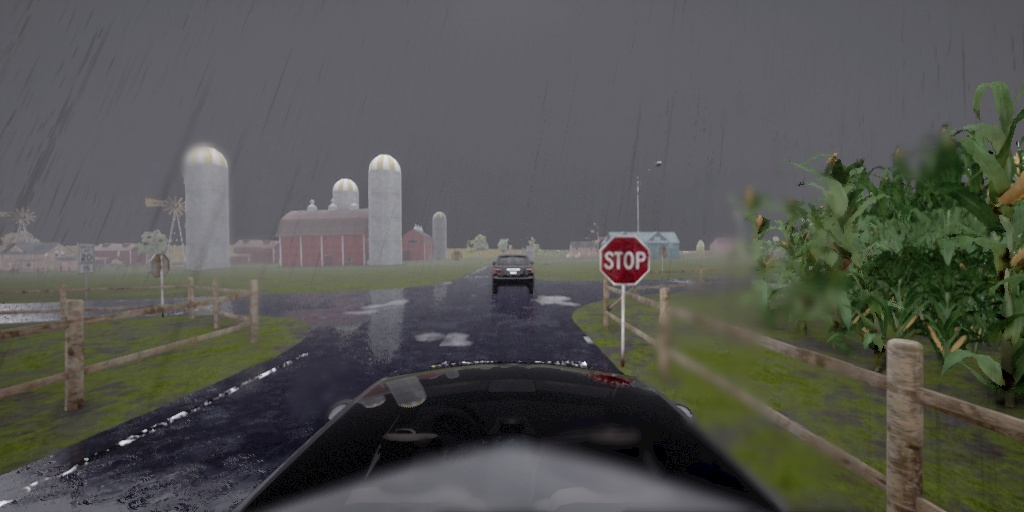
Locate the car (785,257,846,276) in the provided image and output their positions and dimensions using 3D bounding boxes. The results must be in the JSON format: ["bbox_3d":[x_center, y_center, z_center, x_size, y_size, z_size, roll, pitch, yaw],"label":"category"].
[{"bbox_3d":[21.999,0.641,25.635,5.008,1.535,1.882,-1,1,-14],"label":"car"}]

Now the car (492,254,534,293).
[{"bbox_3d":[0.060,0.908,20.413,2.150,2.045,5.566,0,0,0],"label":"car"}]
